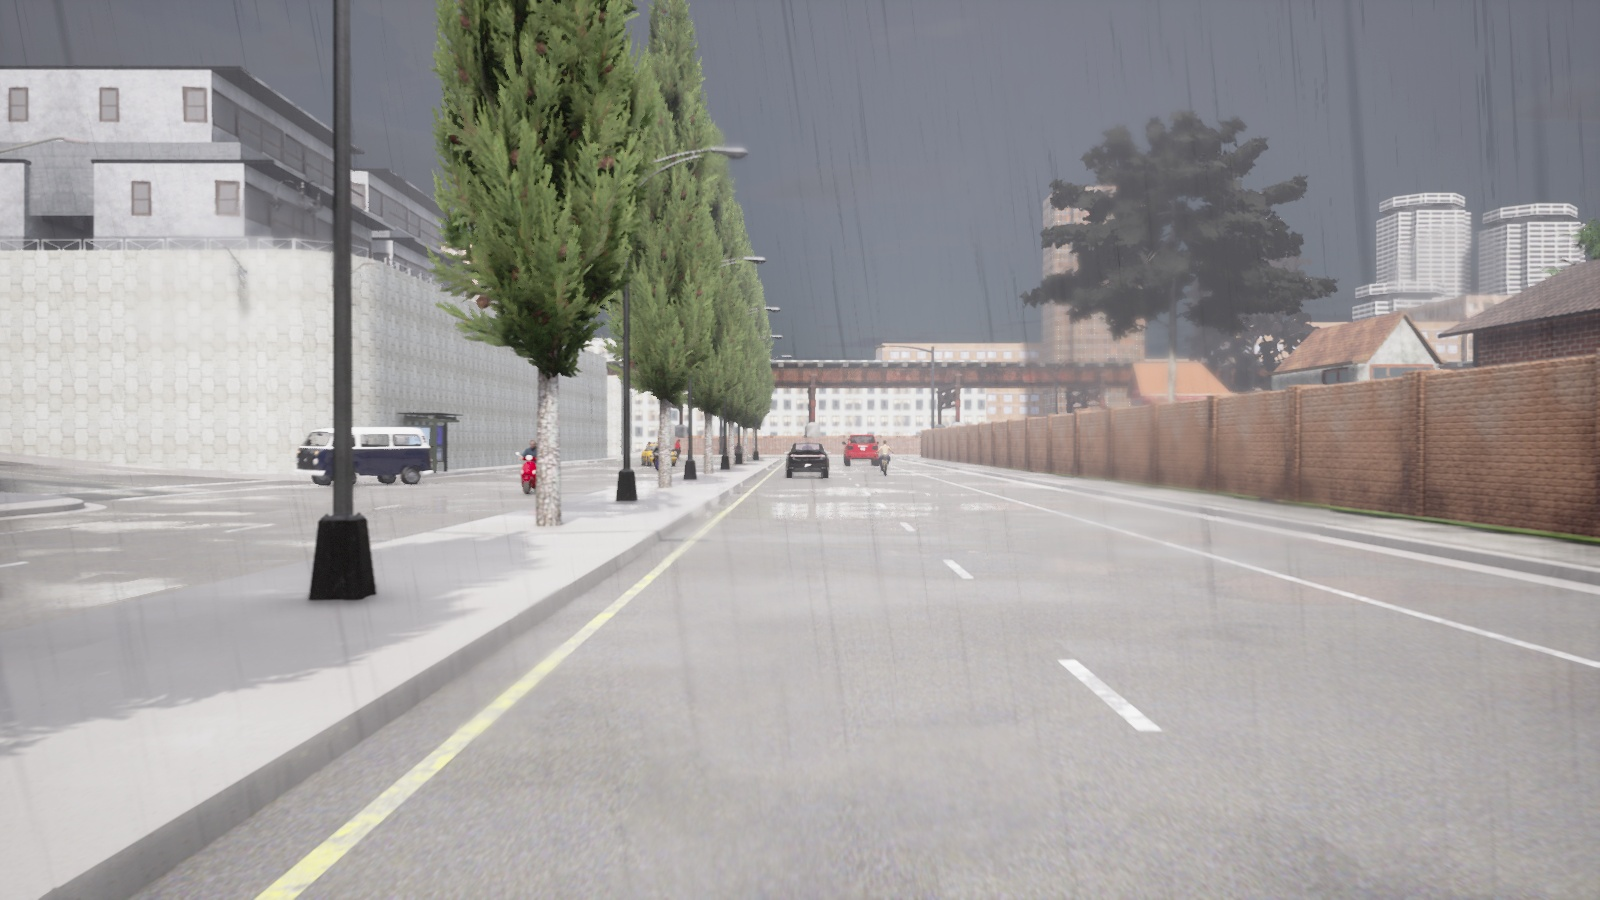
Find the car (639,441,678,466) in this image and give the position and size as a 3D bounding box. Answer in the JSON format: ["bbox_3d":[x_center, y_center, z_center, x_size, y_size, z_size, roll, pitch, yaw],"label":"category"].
[{"bbox_3d":[-9.148,0.222,80.934,1.801,1.575,5.366,0,0,-14],"label":"car"}]

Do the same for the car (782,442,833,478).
[{"bbox_3d":[0.326,0.395,54.678,2.128,1.511,4.902,0,0,0],"label":"car"}]

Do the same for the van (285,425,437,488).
[{"bbox_3d":[-15.059,0.191,43.213,2.069,2.038,4.480,2,1,41],"label":"van"}]

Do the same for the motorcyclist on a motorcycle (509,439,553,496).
[{"bbox_3d":[-7.778,0.484,36.340,0.866,1.590,1.817,0,0,0],"label":"motorcyclist on a motorcycle"}]

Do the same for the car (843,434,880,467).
[{"bbox_3d":[3.982,0.007,82.001,2.150,2.045,5.566,0,0,0],"label":"car"}]
